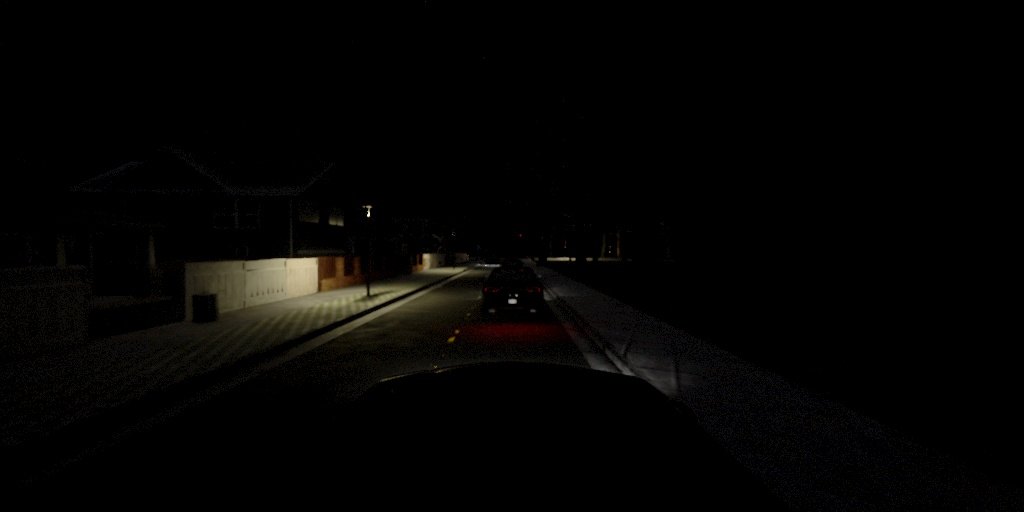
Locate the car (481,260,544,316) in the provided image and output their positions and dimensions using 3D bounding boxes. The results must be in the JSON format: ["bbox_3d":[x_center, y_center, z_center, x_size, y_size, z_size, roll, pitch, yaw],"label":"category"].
[{"bbox_3d":[0.037,1.077,12.519,1.882,1.535,5.008,0,1,1],"label":"car"}]

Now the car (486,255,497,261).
[{"bbox_3d":[-2.879,0.573,54.237,1.812,1.442,4.674,0,0,0],"label":"car"}]

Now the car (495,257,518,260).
[{"bbox_3d":[0.011,0.951,26.804,2.033,1.411,5.357,0,1,0],"label":"car"}]
